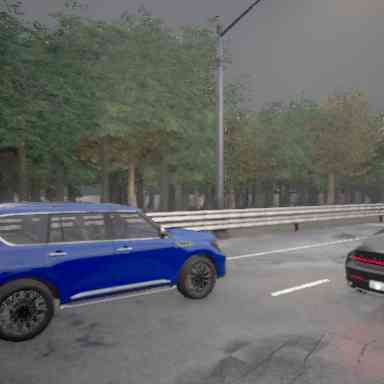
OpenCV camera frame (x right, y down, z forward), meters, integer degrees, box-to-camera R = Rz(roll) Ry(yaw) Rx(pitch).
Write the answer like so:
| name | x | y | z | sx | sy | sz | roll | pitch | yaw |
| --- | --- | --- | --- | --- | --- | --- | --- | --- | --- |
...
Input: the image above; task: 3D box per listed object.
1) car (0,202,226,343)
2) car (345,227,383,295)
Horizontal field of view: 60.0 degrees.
| name | x | y | z | sx | sy | sz | roll | pitch | yaw |
| --- | --- | --- | --- | --- | --- | --- | --- | --- | --- |
| car | -1.877 | 1.221 | 6.704 | 5.566 | 2.045 | 2.150 | 0 | 0 | -36 |
| car | 5.456 | 1.505 | 7.642 | 4.892 | 1.490 | 1.837 | 0 | 0 | -35 |
